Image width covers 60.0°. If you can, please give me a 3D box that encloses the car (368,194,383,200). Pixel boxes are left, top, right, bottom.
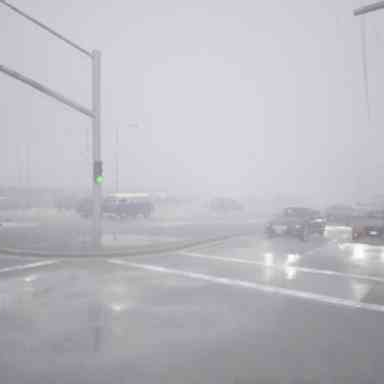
[{"bbox_3d":[22.926,1.249,40.635,2.150,2.045,5.566,0,0,34],"label":"car"}]

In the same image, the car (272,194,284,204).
[{"bbox_3d":[15.834,1.223,59.470,1.905,1.878,3.866,0,0,37],"label":"car"}]

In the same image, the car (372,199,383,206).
[{"bbox_3d":[14.339,1.517,23.199,2.128,1.511,4.902,0,0,36],"label":"car"}]

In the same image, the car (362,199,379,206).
[{"bbox_3d":[16.562,1.632,32.088,1.895,1.301,4.718,0,0,36],"label":"car"}]

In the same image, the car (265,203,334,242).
[{"bbox_3d":[5.352,1.529,16.924,2.128,1.511,4.902,0,0,36],"label":"car"}]

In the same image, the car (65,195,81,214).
[{"bbox_3d":[-12.727,1.471,40.125,1.784,1.438,3.905,0,0,37],"label":"car"}]

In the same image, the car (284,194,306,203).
[{"bbox_3d":[18.123,1.213,57.699,1.932,1.855,4.605,0,0,37],"label":"car"}]

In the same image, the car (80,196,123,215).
[{"bbox_3d":[-10.404,1.495,38.396,1.970,1.475,3.806,0,0,37],"label":"car"}]

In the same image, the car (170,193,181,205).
[{"bbox_3d":[-2.249,1.520,72.890,1.970,1.475,3.806,0,0,37],"label":"car"}]

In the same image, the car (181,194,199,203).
[{"bbox_3d":[0.067,1.273,71.153,1.905,1.878,3.866,0,0,37],"label":"car"}]

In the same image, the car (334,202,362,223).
[{"bbox_3d":[10.620,1.599,24.053,1.994,1.385,4.181,0,0,36],"label":"car"}]

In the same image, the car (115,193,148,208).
[{"bbox_3d":[-10.374,1.276,57.084,1.932,1.855,4.605,0,0,37],"label":"car"}]

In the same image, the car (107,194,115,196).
[{"bbox_3d":[-12.659,1.494,58.864,1.784,1.438,3.905,0,0,37],"label":"car"}]

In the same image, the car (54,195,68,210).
[{"bbox_3d":[-14.910,1.268,41.686,1.932,1.855,4.605,0,0,37],"label":"car"}]

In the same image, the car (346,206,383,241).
[{"bbox_3d":[9.069,1.593,16.065,1.994,1.385,4.181,0,0,36],"label":"car"}]

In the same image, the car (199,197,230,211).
[{"bbox_3d":[3.238,1.475,47.070,1.970,1.475,3.806,0,0,37],"label":"car"}]
